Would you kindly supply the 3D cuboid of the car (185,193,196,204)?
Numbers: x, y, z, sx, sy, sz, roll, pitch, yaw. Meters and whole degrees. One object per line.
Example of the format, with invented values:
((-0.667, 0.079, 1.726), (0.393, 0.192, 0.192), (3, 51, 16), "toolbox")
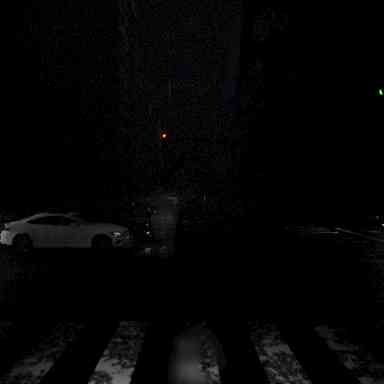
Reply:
((-0.123, 1.480, 62.586), (2.128, 1.511, 4.902), (0, 0, 0), "car")

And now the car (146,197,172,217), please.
((-3.222, 1.518, 31.607), (1.812, 1.442, 4.674), (0, 0, -1), "car")

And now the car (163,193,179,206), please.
((-3.287, 1.211, 52.158), (2.150, 2.045, 5.566), (0, 0, 0), "car")

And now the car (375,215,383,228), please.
((13.487, 1.652, 19.613), (4.718, 1.301, 1.895), (0, 1, 0), "car")

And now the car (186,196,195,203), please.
((-0.244, 1.583, 73.033), (1.895, 1.301, 4.718), (0, 0, 0), "car")

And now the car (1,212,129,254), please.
((-4.803, 1.495, 12.850), (4.674, 1.442, 1.812), (0, 1, 0), "car")

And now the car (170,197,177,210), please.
((-3.263, 1.592, 41.568), (1.895, 1.301, 4.718), (0, 0, 0), "car")
